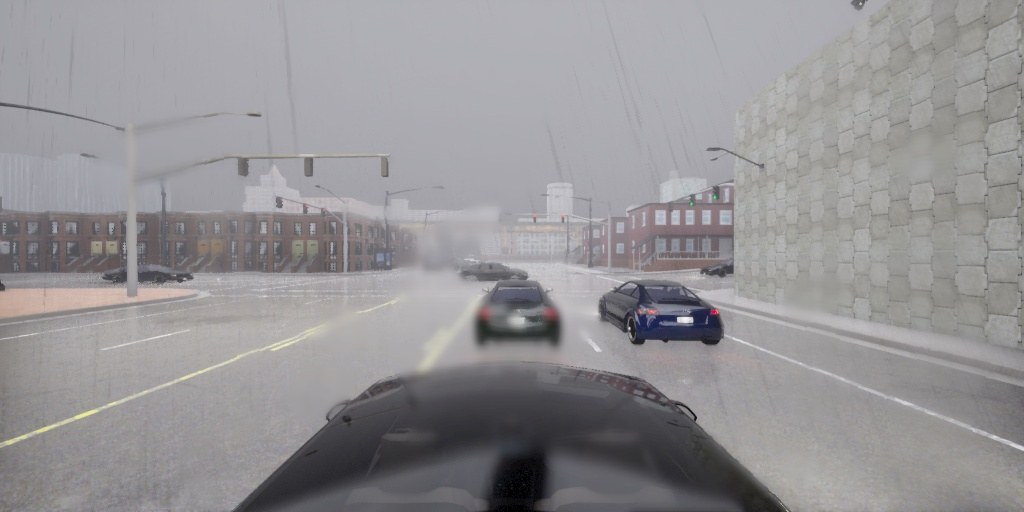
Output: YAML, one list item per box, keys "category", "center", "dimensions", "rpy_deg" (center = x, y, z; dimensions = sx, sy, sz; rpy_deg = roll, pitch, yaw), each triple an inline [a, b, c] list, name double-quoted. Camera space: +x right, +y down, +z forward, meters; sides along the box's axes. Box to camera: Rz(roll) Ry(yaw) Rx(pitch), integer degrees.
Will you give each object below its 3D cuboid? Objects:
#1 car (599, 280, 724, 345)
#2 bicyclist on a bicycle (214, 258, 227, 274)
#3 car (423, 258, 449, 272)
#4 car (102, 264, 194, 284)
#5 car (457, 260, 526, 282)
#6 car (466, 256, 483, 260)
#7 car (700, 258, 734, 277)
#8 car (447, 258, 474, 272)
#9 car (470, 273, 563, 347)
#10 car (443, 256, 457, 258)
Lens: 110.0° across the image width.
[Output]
- category: "car"
  center: [3.670, 1.314, 9.546]
  dimensions: [1.994, 1.385, 4.181]
  rpy_deg: [0, 0, 1]
- category: "bicyclist on a bicycle"
  center: [-30.380, 1.053, 37.372]
  dimensions: [0.582, 1.620, 1.656]
  rpy_deg: [0, 0, 1]
- category: "car"
  center: [-10.036, 1.297, 46.488]
  dimensions: [2.033, 1.411, 5.357]
  rpy_deg: [0, 0, 1]
- category: "car"
  center: [-26.694, 1.297, 26.353]
  dimensions: [5.357, 1.411, 2.033]
  rpy_deg: [0, 0, 1]
- category: "car"
  center: [-1.274, 1.254, 26.119]
  dimensions: [4.892, 1.490, 1.837]
  rpy_deg: [0, 0, 1]
- category: "car"
  center: [-6.405, 0.971, 56.933]
  dimensions: [2.150, 2.045, 5.566]
  rpy_deg: [0, 0, 1]
- category: "car"
  center: [18.542, 0.855, 29.637]
  dimensions: [5.357, 1.411, 2.033]
  rpy_deg: [-5, 0, 1]
- category: "car"
  center: [-6.541, 1.297, 46.215]
  dimensions: [2.033, 1.411, 5.357]
  rpy_deg: [0, 0, 1]
- category: "car"
  center: [0.166, 1.314, 9.388]
  dimensions: [1.994, 1.385, 4.181]
  rpy_deg: [0, 0, 1]
- category: "car"
  center: [-9.905, 0.971, 56.804]
  dimensions: [2.150, 2.045, 5.566]
  rpy_deg: [0, 0, 1]
